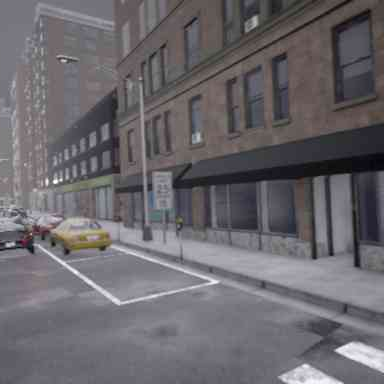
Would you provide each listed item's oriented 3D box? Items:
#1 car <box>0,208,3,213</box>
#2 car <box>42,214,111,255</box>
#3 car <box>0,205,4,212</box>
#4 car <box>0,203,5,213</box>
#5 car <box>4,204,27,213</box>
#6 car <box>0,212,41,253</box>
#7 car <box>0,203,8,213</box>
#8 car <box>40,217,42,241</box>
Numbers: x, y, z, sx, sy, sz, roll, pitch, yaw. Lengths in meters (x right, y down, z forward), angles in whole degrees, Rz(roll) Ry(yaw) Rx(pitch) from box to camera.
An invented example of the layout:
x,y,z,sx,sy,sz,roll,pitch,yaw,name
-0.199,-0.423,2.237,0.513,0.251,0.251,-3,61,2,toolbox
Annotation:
x,y,z,sx,sy,sz,roll,pitch,yaw,name
-21.139,2.432,34.374,2.033,1.411,5.357,-2,0,-33,car
-4.927,1.711,14.249,1.752,1.417,4.829,-1,-1,-33,car
-37.794,3.236,64.790,1.752,1.417,4.829,-1,-1,-33,car
-24.641,2.577,45.421,1.837,1.490,4.892,-2,0,-33,car
-20.826,2.399,39.554,1.837,1.490,4.892,-2,0,-33,car
-7.961,1.826,14.229,1.812,1.442,4.674,-2,0,-33,car
-34.720,2.872,60.055,2.192,1.841,5.009,-1,-1,-33,car
-7.821,1.891,18.701,1.802,1.307,4.206,-1,-1,-33,car
